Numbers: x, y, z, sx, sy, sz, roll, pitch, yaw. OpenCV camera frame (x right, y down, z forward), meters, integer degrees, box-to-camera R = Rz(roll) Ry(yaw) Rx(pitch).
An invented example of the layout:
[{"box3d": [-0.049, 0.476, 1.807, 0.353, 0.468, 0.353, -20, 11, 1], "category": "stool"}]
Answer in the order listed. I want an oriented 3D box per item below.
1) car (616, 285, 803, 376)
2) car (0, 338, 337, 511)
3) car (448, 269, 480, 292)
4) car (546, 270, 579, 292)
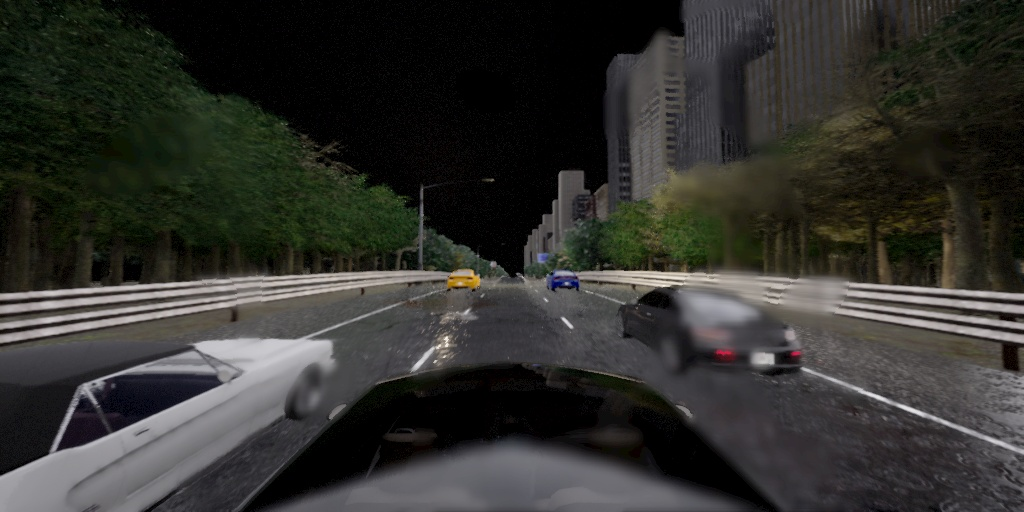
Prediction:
[{"box3d": [3.600, 1.334, 7.432, 1.812, 1.442, 4.674, 0, -1, 0], "category": "car"}, {"box3d": [-3.400, 1.362, 2.945, 1.895, 1.301, 4.718, 0, 0, 0], "category": "car"}, {"box3d": [-3.401, 1.738, 25.967, 1.882, 1.535, 5.008, 0, -2, 0], "category": "car"}, {"box3d": [3.599, 1.738, 25.959, 1.882, 1.535, 5.008, 0, -2, 0], "category": "car"}]
